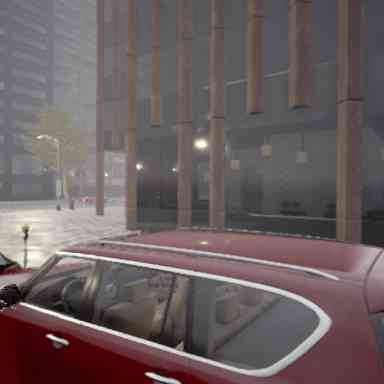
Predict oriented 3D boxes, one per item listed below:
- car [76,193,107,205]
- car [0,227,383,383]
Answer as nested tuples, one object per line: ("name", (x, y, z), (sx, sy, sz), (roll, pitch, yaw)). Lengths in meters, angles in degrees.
("car", (-14.938, 0.919, 49.702), (2.097, 1.767, 4.553), (1, 1, 35))
("car", (-0.382, 1.295, 3.224), (5.009, 1.841, 2.192), (0, 1, 35))
